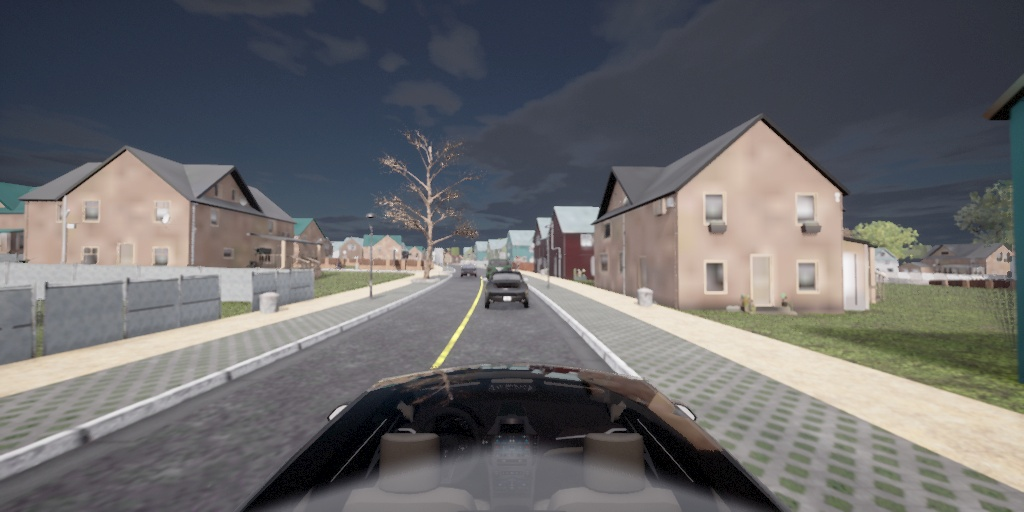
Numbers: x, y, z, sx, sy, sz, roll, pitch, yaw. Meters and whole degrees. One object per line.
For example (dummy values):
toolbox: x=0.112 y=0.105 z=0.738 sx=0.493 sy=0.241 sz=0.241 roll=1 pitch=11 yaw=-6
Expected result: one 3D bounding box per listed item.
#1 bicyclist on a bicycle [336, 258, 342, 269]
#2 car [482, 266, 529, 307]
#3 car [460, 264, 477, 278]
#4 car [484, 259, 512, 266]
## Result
bicyclist on a bicycle: x=-24.763 y=1.076 z=51.296 sx=0.582 sy=1.620 sz=1.656 roll=1 pitch=-1 yaw=4
car: x=-0.277 y=1.395 z=16.226 sx=1.837 sy=1.490 sz=4.892 roll=0 pitch=0 yaw=-2
car: x=-4.849 y=1.657 z=40.430 sx=2.033 sy=1.411 sz=5.357 roll=0 pitch=-1 yaw=-6
car: x=-1.176 y=1.242 z=30.970 sx=2.150 sy=2.045 sz=5.566 roll=0 pitch=0 yaw=-5
